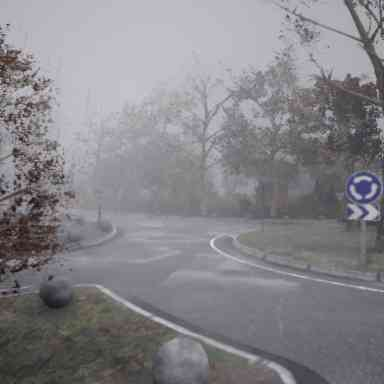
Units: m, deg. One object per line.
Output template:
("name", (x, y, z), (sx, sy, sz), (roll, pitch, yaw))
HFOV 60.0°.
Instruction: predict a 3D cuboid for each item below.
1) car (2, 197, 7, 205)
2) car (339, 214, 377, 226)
("car", (-27.577, 1.212, 46.406), (4.674, 1.442, 1.812), (1, 0, 35))
("car", (13.715, 1.867, 24.326), (5.357, 1.411, 2.033), (0, -1, 30))
